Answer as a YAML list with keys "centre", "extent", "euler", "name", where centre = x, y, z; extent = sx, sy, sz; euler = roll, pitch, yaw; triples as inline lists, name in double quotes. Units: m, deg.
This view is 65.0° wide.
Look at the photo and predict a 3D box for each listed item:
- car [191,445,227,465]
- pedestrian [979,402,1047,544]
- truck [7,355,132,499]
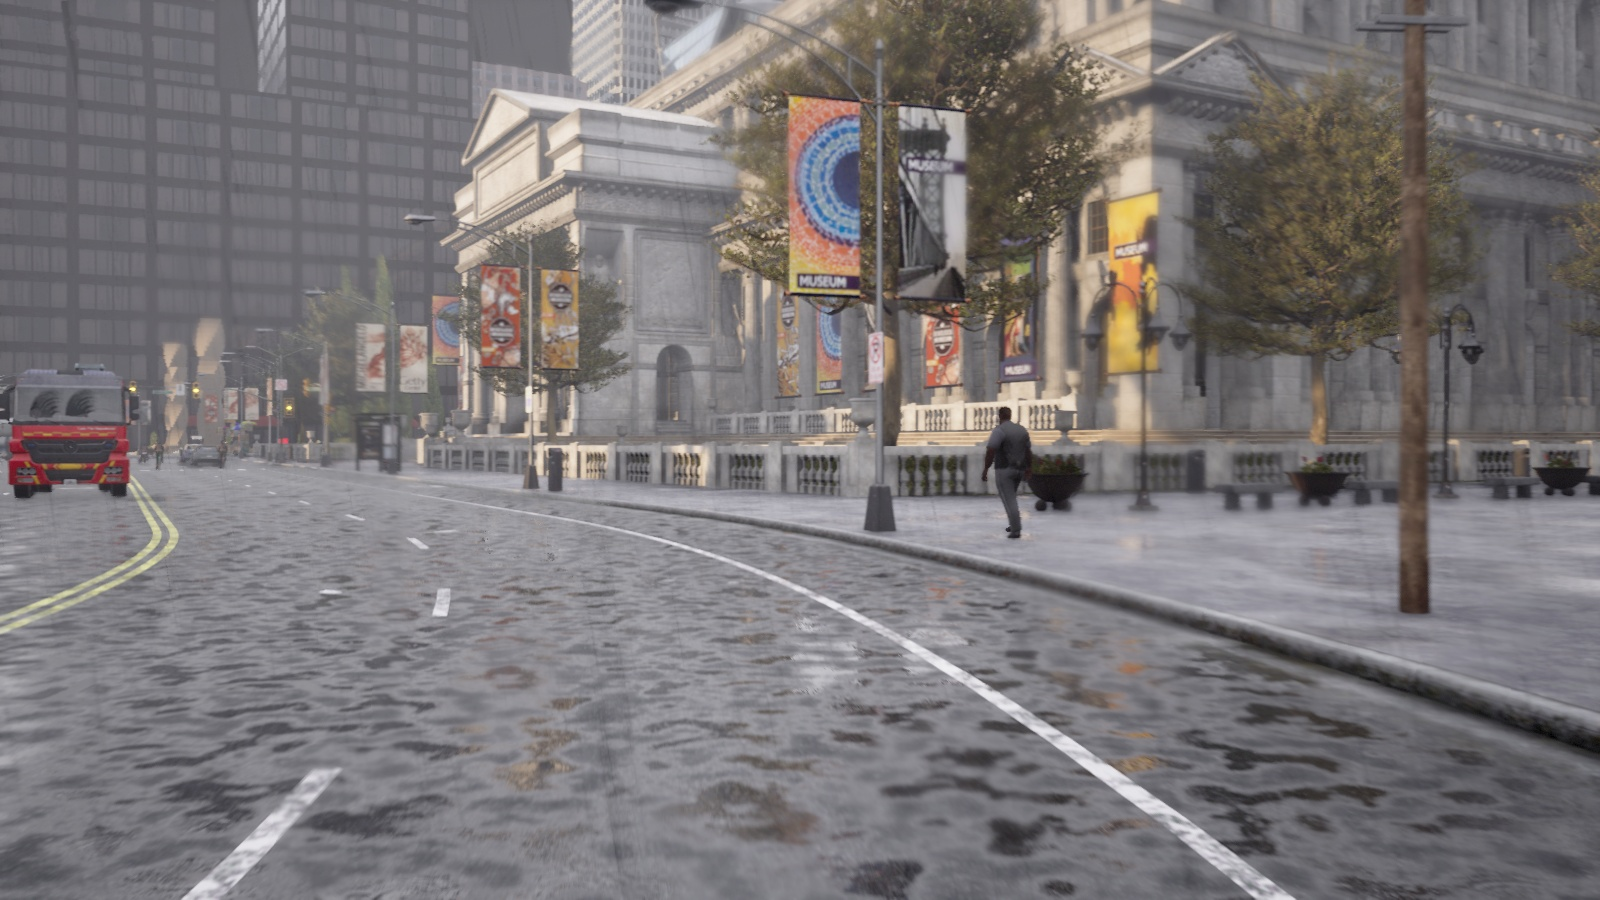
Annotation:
- centre: [-41.308, 0.314, 87.714]
  extent: [1.994, 1.385, 4.181]
  euler: [0, 0, -29]
  name: "car"
- centre: [2.910, 0.306, 17.219]
  extent: [0.563, 1.883, 0.849]
  euler: [0, 0, -22]
  name: "pedestrian"
- centre: [-21.767, -0.632, 37.679]
  extent: [2.891, 3.827, 8.468]
  euler: [0, 0, -29]
  name: "truck"
